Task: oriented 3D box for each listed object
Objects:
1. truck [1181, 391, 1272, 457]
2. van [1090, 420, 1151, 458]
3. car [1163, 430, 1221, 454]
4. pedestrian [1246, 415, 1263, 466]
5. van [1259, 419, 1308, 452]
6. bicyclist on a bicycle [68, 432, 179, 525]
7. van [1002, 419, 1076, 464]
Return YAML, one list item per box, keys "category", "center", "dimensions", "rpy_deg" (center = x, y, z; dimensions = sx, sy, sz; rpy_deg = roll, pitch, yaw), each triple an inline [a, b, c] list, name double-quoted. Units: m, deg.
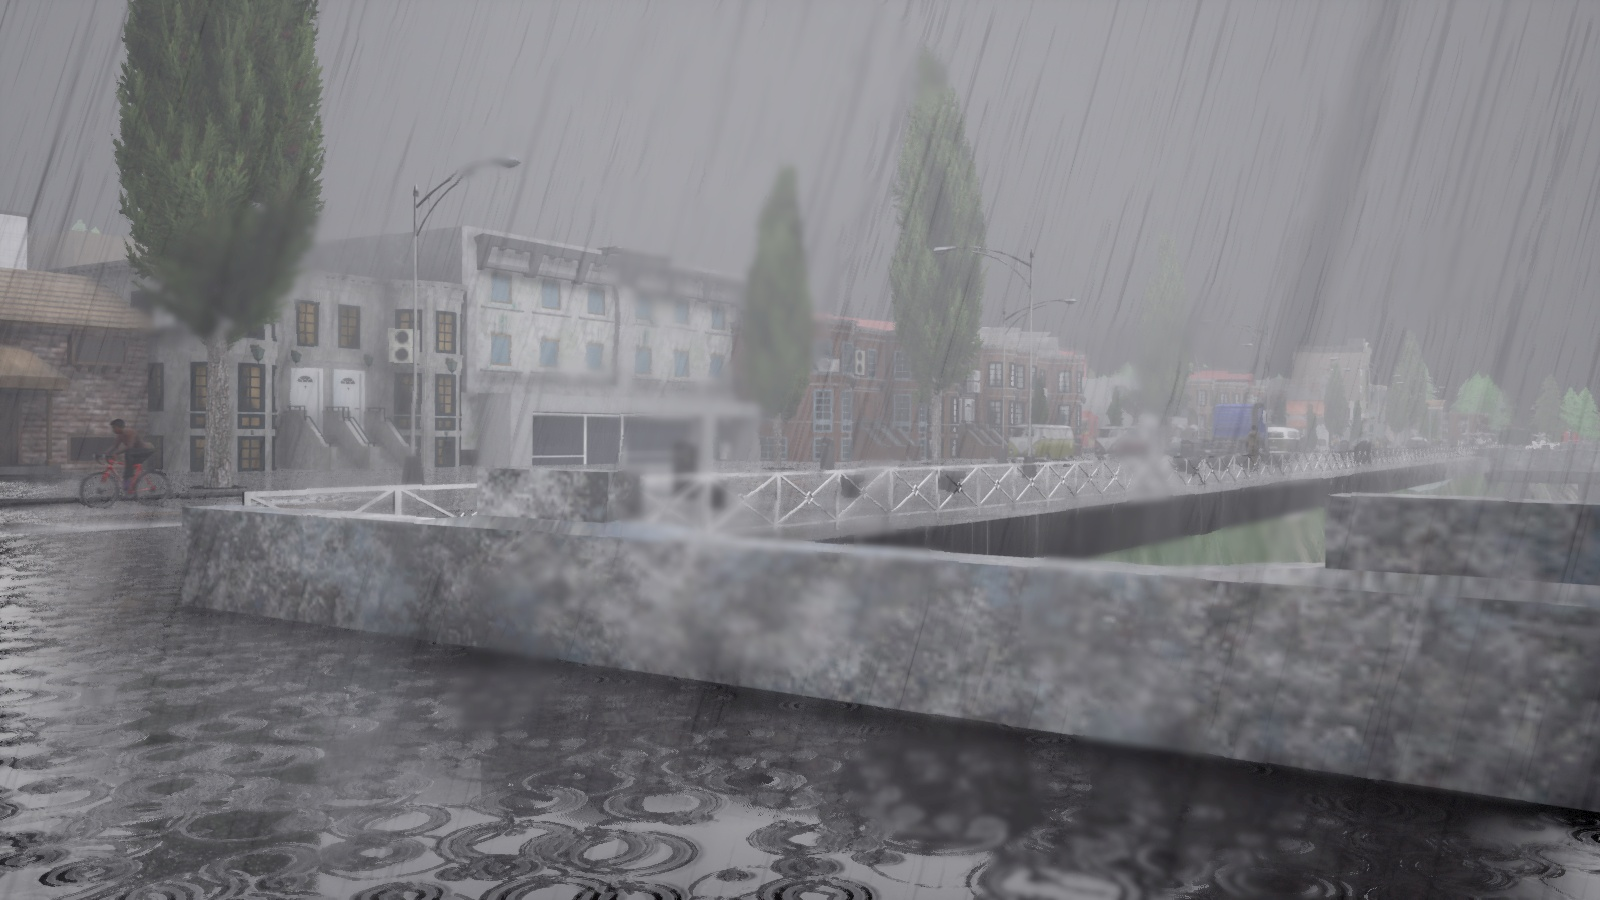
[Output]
- category: "truck"
  center: [23.954, -1.427, 70.262]
  dimensions: [2.891, 3.462, 7.936]
  rpy_deg: [0, 1, 34]
- category: "van"
  center: [17.239, -0.592, 67.373]
  dimensions: [1.775, 1.987, 4.442]
  rpy_deg: [0, 1, 34]
- category: "car"
  center: [24.449, -0.511, 78.241]
  dimensions: [2.033, 1.411, 5.357]
  rpy_deg: [0, 1, 34]
- category: "pedestrian"
  center: [17.475, -0.376, 48.281]
  dimensions: [0.396, 1.930, 0.692]
  rpy_deg: [0, 1, 37]
- category: "van"
  center: [31.367, -0.941, 81.436]
  dimensions: [2.069, 2.038, 4.480]
  rpy_deg: [0, 1, 34]
- category: "bicyclist on a bicycle"
  center: [-12.292, 0.483, 22.861]
  dimensions: [0.582, 1.620, 1.656]
  rpy_deg: [0, 1, 34]
- category: "van"
  center: [11.134, -0.411, 58.172]
  dimensions: [1.775, 1.987, 4.442]
  rpy_deg: [0, 1, 34]
